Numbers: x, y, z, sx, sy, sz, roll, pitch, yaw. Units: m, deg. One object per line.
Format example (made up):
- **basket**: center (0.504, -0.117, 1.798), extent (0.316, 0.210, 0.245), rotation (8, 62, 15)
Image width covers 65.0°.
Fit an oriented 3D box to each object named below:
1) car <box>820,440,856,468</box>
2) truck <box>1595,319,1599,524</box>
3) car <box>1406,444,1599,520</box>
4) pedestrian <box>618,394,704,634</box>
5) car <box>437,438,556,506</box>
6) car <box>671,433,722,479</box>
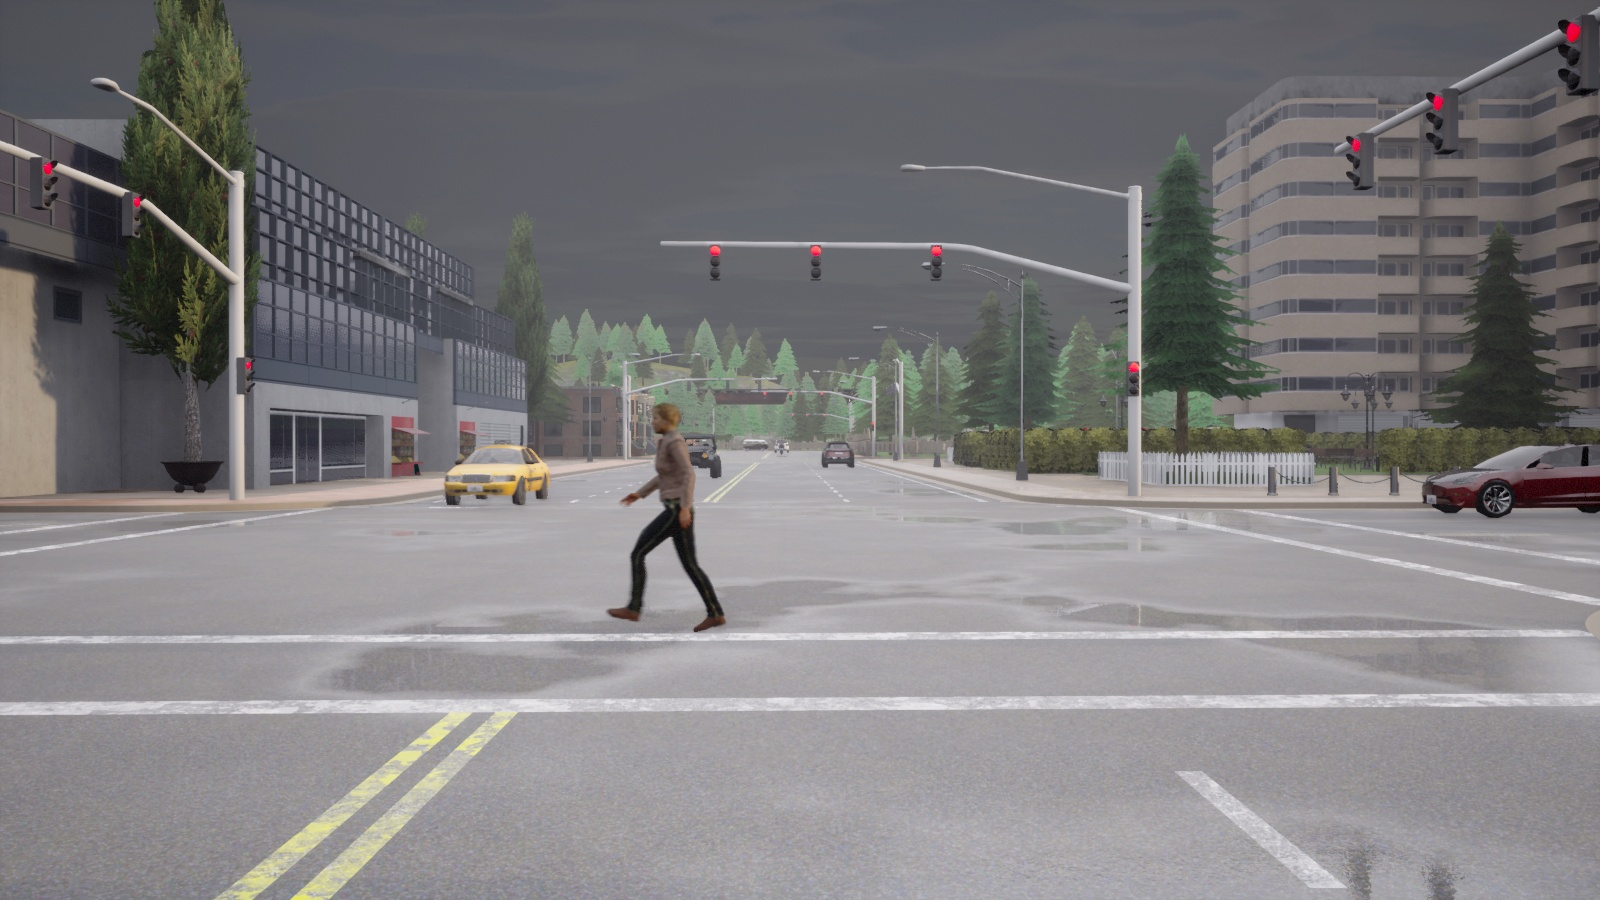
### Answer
- **car**: center (2.302, 0.241, 77.546), extent (2.033, 1.649, 4.856), rotation (0, 0, -1)
- **truck**: center (19.204, -0.528, 22.210), extent (8.468, 3.827, 2.891), rotation (0, 0, -1)
- **car**: center (15.302, 0.614, 25.652), extent (4.792, 1.488, 2.163), rotation (0, 0, -1)
- **pedestrian**: center (-1.084, 0.492, 9.856), extent (0.634, 1.846, 0.331), rotation (0, 0, 1)
- **car**: center (-7.534, 0.501, 31.660), extent (1.801, 1.575, 5.366), rotation (0, 0, -1)
- **car**: center (-4.365, 0.237, 53.542), extent (1.905, 1.878, 3.866), rotation (0, 0, -1)
